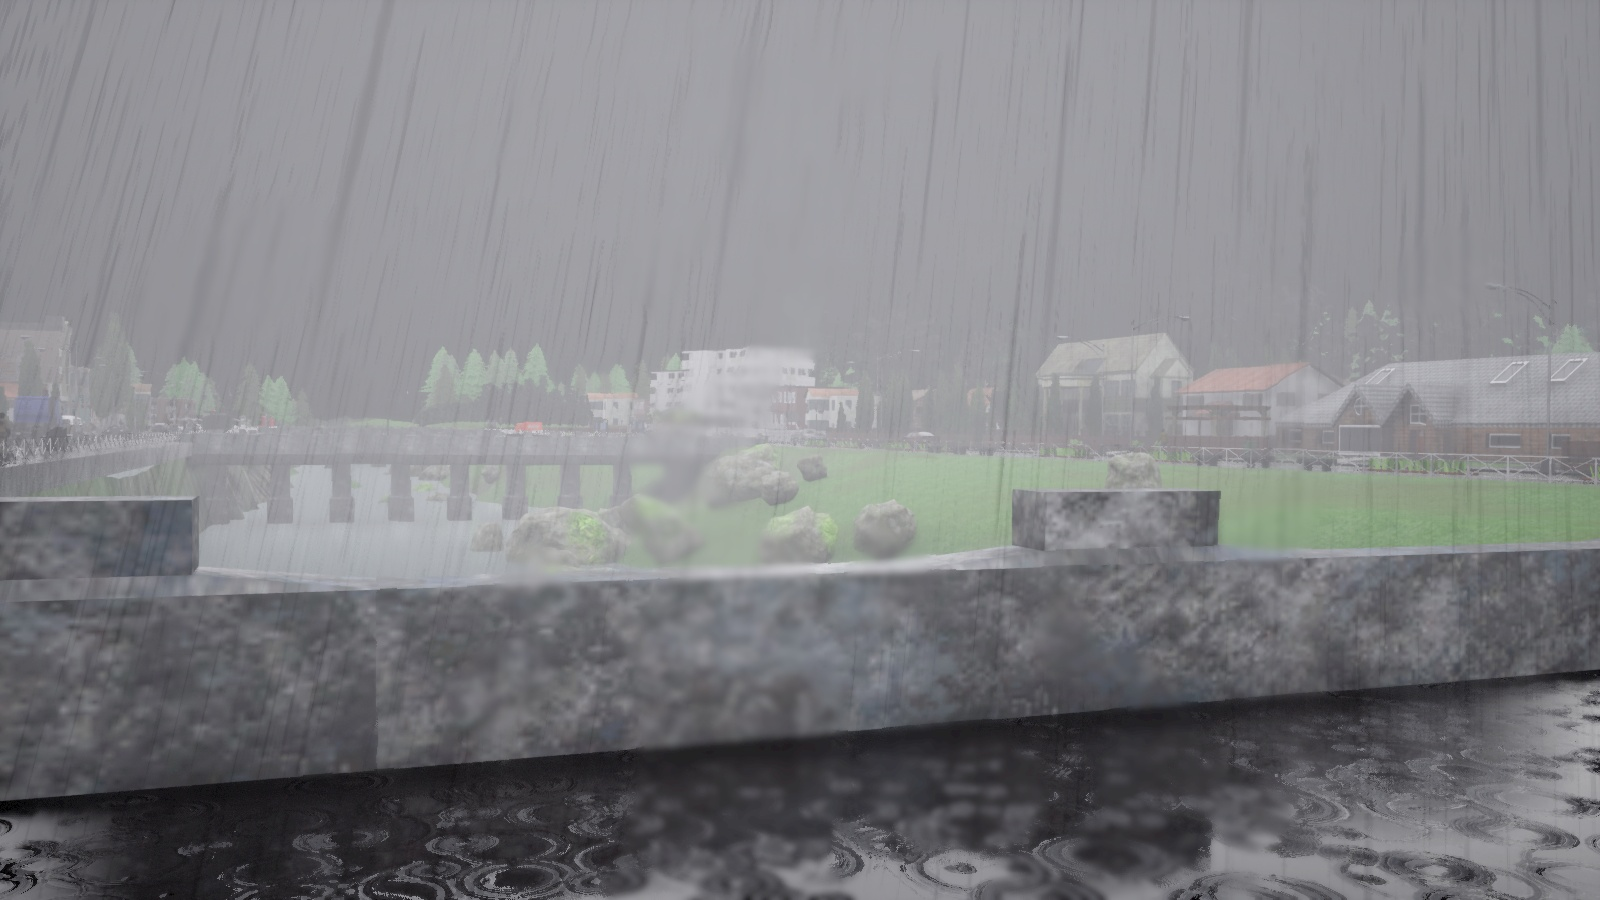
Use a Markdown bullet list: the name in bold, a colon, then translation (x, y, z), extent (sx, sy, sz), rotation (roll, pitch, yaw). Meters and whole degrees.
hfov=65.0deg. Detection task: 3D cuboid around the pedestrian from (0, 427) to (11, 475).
- **pedestrian**: translation (-32.210, 0.031, 50.730), extent (0.396, 1.930, 0.692), rotation (-1, 1, -17)
